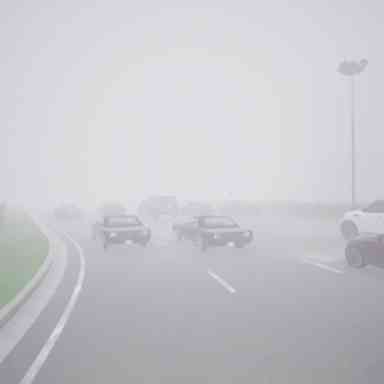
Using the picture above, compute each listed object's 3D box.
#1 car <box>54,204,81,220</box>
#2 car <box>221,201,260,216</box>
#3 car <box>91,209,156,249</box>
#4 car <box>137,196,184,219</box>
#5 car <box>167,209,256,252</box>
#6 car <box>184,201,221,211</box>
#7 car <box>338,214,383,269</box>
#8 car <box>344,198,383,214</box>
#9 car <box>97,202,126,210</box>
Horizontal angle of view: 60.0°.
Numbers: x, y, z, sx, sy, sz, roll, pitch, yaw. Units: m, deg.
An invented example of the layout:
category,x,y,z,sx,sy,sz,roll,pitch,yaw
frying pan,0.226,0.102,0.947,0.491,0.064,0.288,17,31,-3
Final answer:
category,x,y,z,sx,sy,sz,roll,pitch,yaw
car,-11.532,1.771,30.760,1.994,1.385,4.181,0,0,-28
car,4.233,1.568,30.986,2.128,1.511,4.902,0,0,-28
car,-3.374,1.684,15.060,1.895,1.301,4.718,0,0,-24
car,-3.113,1.355,29.880,2.150,2.045,5.566,0,0,-28
car,0.648,1.648,14.378,1.895,1.301,4.718,0,0,-21
car,0.347,1.613,30.847,1.837,1.490,4.892,0,0,-28
car,5.926,1.507,8.391,1.812,1.442,4.674,0,0,-11
car,8.541,1.199,13.518,2.150,2.045,5.566,0,0,-16
car,-7.418,1.677,30.493,1.837,1.490,4.892,0,0,-28
